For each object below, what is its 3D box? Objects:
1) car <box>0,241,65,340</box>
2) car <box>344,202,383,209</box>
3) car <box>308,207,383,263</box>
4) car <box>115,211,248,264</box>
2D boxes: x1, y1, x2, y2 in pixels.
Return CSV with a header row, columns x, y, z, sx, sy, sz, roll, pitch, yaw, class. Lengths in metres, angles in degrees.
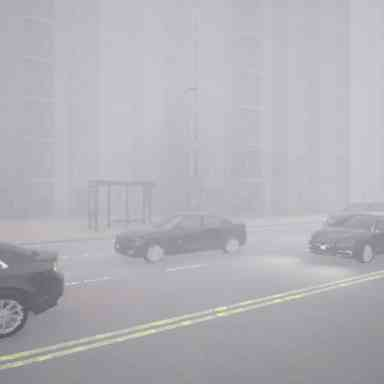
x,y,z,sx,sy,sz,roll,pitch,yaw,class
-4.524,1.503,5.004,4.892,1.490,1.837,0,0,-35,car
9.120,1.351,17.830,4.553,1.767,2.097,0,0,-32,car
6.267,1.502,11.956,4.892,1.490,1.837,-1,0,-32,car
-0.272,1.478,12.031,5.008,1.535,1.882,0,0,-32,car
